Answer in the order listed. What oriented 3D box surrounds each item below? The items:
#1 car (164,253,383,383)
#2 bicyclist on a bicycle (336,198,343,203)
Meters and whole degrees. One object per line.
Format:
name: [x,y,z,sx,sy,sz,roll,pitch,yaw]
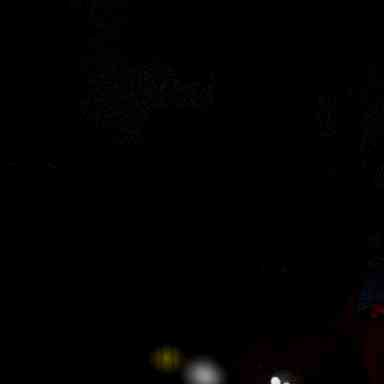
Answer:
car: [1.743,1.561,4.305,4.181,1.385,1.994,0,0,-35]
bicyclist on a bicycle: [15.603,1.426,35.290,1.656,1.620,0.582,0,0,-35]
